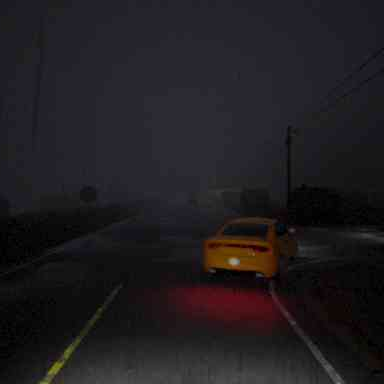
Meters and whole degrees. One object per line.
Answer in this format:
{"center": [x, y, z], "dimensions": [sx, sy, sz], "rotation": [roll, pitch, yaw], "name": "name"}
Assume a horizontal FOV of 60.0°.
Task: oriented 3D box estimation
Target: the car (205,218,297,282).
{"center": [1.995, 1.524, 10.153], "dimensions": [1.882, 1.535, 5.008], "rotation": [0, -1, 24], "name": "car"}

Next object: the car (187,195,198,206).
{"center": [0.078, 1.702, 60.141], "dimensions": [1.837, 1.490, 4.892], "rotation": [0, 0, 0], "name": "car"}
